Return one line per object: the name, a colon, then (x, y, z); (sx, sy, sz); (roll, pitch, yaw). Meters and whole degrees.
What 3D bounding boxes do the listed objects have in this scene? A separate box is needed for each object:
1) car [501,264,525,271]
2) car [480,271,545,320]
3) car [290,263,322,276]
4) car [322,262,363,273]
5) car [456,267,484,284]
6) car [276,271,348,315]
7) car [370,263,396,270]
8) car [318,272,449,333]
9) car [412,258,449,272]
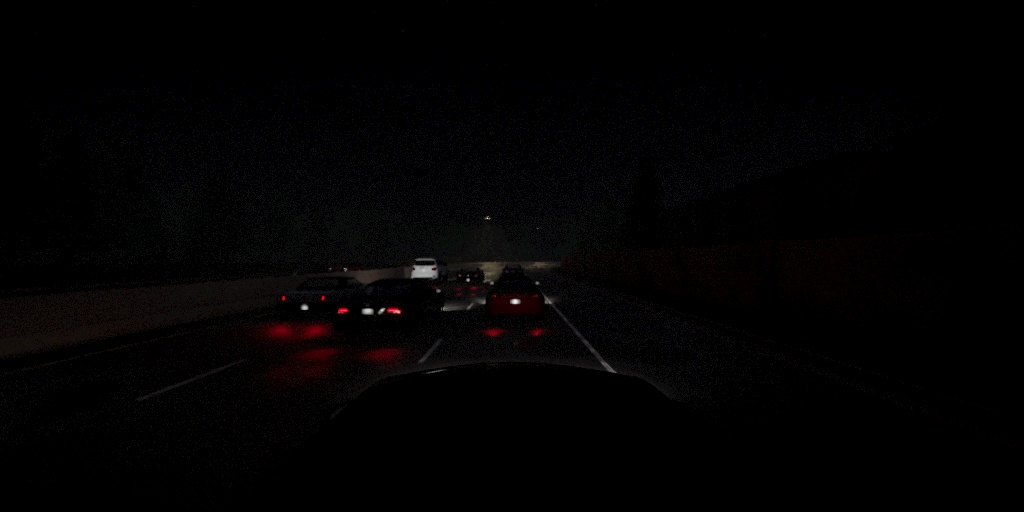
car: (0.104, 1.483, 31.487); (2.128, 1.511, 4.902); (0, 0, 0)
car: (0.102, 1.407, 13.148); (1.994, 1.385, 4.181); (0, 0, 0)
car: (-21.083, 1.531, 37.456); (2.128, 1.511, 4.902); (0, 0, 0)
car: (-17.582, 1.394, 37.940); (2.097, 1.767, 4.553); (0, 0, 0)
car: (-3.396, 1.580, 29.948); (1.895, 1.301, 4.718); (0, 0, 0)
car: (-6.898, 1.452, 14.157); (1.895, 1.301, 4.718); (0, 0, 0)
car: (-14.079, 1.559, 39.230); (1.837, 1.490, 4.892); (0, -1, 0)
car: (-3.398, 1.372, 10.953); (2.033, 1.411, 5.357); (0, 0, 0)
car: (-6.896, 1.206, 30.640); (2.150, 2.045, 5.566); (0, 0, 0)
